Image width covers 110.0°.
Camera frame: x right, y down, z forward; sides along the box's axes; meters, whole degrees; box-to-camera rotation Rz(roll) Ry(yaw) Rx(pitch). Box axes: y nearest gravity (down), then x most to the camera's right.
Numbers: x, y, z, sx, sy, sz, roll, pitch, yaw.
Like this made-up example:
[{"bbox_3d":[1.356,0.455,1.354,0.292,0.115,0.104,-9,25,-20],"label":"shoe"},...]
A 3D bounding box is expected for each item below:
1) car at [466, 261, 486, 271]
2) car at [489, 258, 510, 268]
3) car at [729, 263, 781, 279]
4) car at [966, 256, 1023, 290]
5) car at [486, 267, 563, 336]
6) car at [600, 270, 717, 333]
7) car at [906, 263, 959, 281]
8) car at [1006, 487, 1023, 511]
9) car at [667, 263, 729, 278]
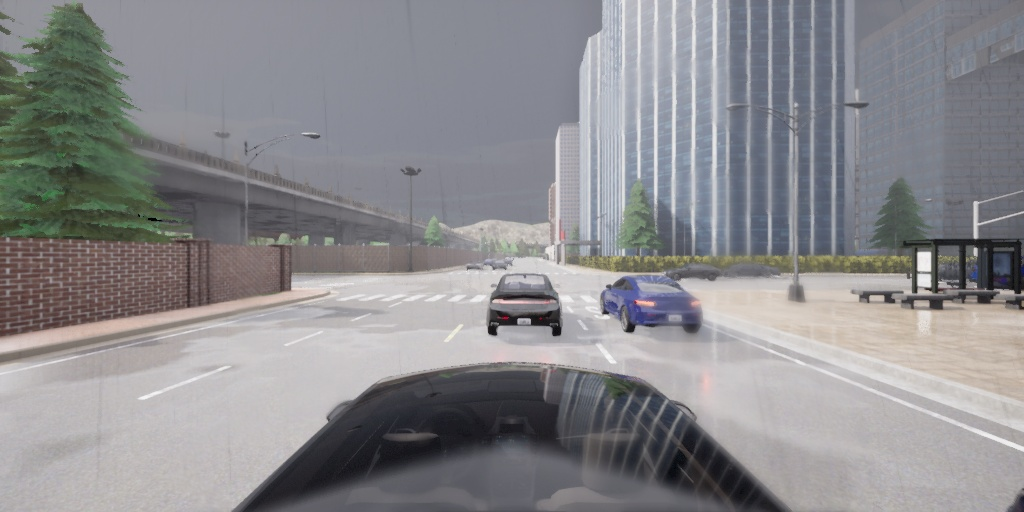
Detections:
[{"bbox_3d":[-5.207,1.346,50.018,1.895,1.301,4.718,0,0,2],"label":"car"},{"bbox_3d":[-1.701,1.271,50.067,1.812,1.442,4.674,0,0,2],"label":"car"},{"bbox_3d":[21.649,1.350,33.111,5.357,1.411,2.033,0,0,2],"label":"car"},{"bbox_3d":[31.926,1.024,21.985,5.566,2.045,2.150,0,0,3],"label":"car"},{"bbox_3d":[0.372,1.241,10.369,2.128,1.511,4.902,0,0,2],"label":"car"},{"bbox_3d":[3.883,1.275,10.600,1.812,1.442,4.674,0,0,3],"label":"car"},{"bbox_3d":[35.028,1.294,29.031,4.902,1.511,2.128,0,0,3],"label":"car"},{"bbox_3d":[3.761,1.314,0.189,1.994,1.385,4.181,0,0,-1],"label":"car"},{"bbox_3d":[14.954,1.328,29.875,4.674,1.442,1.812,0,0,3],"label":"car"}]
